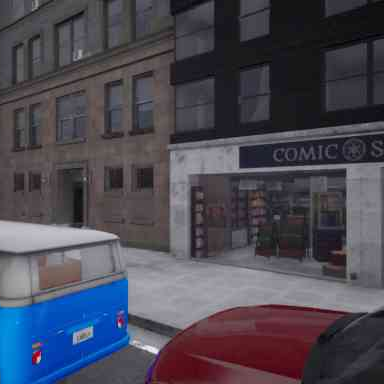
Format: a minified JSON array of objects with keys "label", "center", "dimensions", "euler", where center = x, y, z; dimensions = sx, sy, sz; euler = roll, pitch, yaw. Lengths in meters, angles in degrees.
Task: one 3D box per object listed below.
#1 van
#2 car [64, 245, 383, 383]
[{"label":"van","center":[-2.704,1.341,4.743],"dimensions":[3.998,1.788,1.690],"euler":[0,0,36]},{"label":"car","center":[1.917,1.315,1.442],"dimensions":[5.009,1.841,2.192],"euler":[0,0,36]}]
